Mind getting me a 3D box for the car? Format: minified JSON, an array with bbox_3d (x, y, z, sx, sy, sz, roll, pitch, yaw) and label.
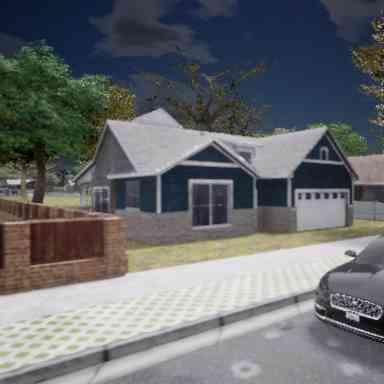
[{"bbox_3d":[4.239,1.510,6.111,4.892,1.490,1.837,0,0,-36],"label":"car"}]
